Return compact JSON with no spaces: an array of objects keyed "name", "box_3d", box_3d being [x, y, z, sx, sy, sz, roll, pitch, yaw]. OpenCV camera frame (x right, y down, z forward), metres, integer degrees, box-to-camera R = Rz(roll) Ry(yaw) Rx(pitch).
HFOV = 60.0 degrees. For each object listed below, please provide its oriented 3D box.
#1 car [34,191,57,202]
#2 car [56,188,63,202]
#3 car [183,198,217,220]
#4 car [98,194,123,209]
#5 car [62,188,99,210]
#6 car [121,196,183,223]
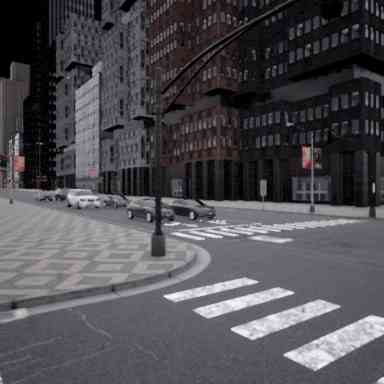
[{"name":"car","box_3d":[-22.957,0.800,51.229,2.033,1.411,5.357,0,1,-36]},{"name":"car","box_3d":[-20.293,0.456,53.091,2.150,2.045,5.566,0,1,-36]},{"name":"car","box_3d":[-0.187,1.237,25.031,1.837,1.490,4.892,0,1,-38]},{"name":"car","box_3d":[-8.122,1.044,36.070,1.837,1.490,4.892,0,1,-36]},{"name":"car","box_3d":[-11.626,0.737,35.369,2.150,2.045,5.566,0,2,-36]},{"name":"car","box_3d":[-2.951,1.238,23.350,1.837,1.490,4.892,0,1,-36]}]
